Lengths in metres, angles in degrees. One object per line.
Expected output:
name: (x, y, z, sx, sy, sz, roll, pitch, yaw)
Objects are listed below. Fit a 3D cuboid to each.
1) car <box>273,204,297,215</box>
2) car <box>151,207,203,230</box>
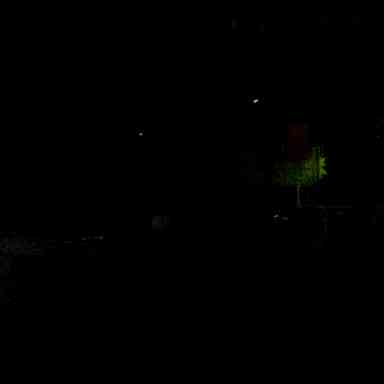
car: (12.212, 2.226, 43.417, 1.994, 1.385, 4.181, -2, -2, 36)
car: (-1.044, 1.938, 25.085, 2.128, 1.511, 4.902, -2, -2, 36)
